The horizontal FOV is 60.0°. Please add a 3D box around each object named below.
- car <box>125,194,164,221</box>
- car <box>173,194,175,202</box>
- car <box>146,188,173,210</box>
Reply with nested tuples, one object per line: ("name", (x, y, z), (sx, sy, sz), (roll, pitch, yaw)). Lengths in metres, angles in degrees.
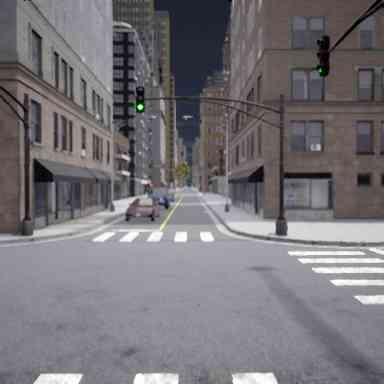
("car", (-3.261, 1.112, 22.681), (1.812, 1.442, 4.674), (0, 1, 1))
("car", (-3.409, 0.655, 46.150), (2.128, 1.511, 4.902), (0, 1, 0))
("car", (-3.340, 0.616, 33.383), (2.150, 2.045, 5.566), (0, 1, -1))
